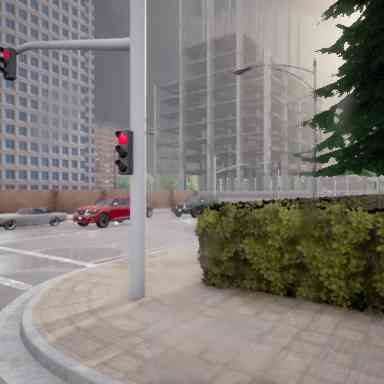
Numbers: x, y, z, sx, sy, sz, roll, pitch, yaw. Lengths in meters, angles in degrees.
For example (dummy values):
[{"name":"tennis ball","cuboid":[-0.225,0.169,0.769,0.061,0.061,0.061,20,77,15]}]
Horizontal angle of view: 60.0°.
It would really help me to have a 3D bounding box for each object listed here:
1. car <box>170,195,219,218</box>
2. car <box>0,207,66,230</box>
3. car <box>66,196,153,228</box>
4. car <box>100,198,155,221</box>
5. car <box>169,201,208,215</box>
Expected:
[{"name":"car","cuboid":[0.539,1.277,31.582,2.150,2.045,5.566,0,0,36]},{"name":"car","cuboid":[-10.737,1.656,21.785,1.895,1.301,4.718,0,0,35]},{"name":"car","cuboid":[-5.495,1.277,23.153,2.150,2.045,5.566,0,0,33]},{"name":"car","cuboid":[-5.526,1.407,29.115,2.097,1.767,4.553,0,0,35]},{"name":"car","cuboid":[-0.300,1.656,36.430,1.895,1.301,4.718,0,0,36]}]
